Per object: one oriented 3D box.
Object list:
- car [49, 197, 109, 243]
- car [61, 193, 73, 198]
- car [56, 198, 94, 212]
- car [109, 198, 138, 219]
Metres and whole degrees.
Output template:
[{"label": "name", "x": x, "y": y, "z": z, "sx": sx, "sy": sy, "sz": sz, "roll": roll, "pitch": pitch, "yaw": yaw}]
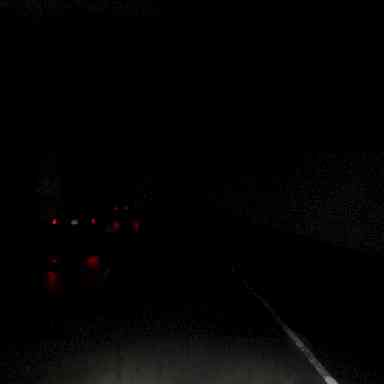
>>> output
[{"label": "car", "x": -5.364, "y": 1.309, "z": 16.059, "sx": 2.097, "sy": 1.767, "sz": 4.553, "roll": 0, "pitch": 0, "yaw": -11}, {"label": "car", "x": -13.704, "y": 1.135, "z": 33.871, "sx": 2.150, "sy": 2.045, "sz": 5.566, "roll": 0, "pitch": 0, "yaw": -39}, {"label": "car", "x": -13.841, "y": 1.442, "z": 39.148, "sx": 2.033, "sy": 1.411, "sz": 5.357, "roll": -1, "pitch": 0, "yaw": -45}, {"label": "car", "x": -6.191, "y": 1.277, "z": 28.477, "sx": 2.097, "sy": 1.767, "sz": 4.553, "roll": 0, "pitch": 1, "yaw": -26}]
